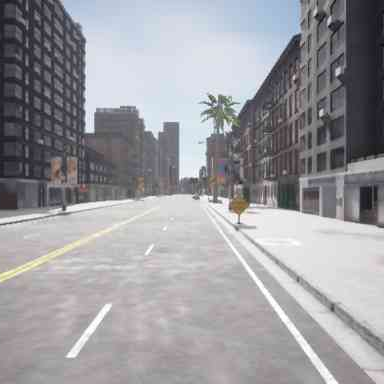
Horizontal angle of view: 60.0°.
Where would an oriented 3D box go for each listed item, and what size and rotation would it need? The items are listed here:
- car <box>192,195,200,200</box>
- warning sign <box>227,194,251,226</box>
[{"bbox_3d":[1.138,1.539,90.121,1.812,1.442,4.674,0,0,0],"label":"car"},{"bbox_3d":[2.848,1.084,20.124,1.300,1.860,1.060,0,0,0],"label":"warning sign"}]
